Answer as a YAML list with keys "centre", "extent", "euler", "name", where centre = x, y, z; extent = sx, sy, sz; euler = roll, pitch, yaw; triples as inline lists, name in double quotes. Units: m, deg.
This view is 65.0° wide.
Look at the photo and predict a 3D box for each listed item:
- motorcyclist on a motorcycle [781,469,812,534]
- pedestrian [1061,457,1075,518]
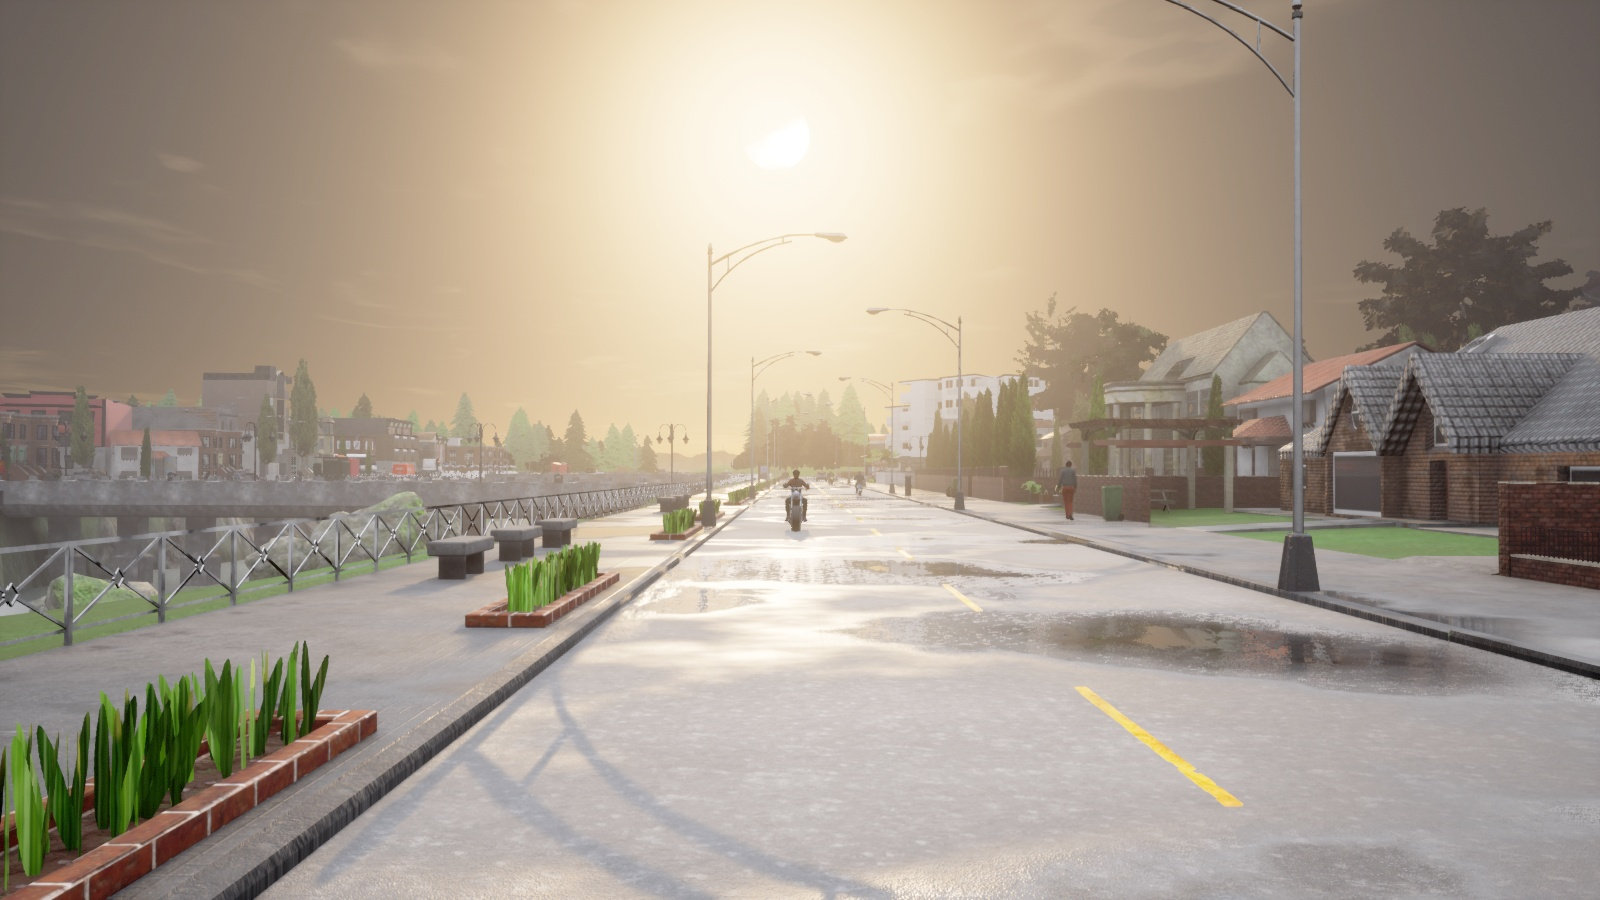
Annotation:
- centre: [-0.088, 1.314, 32.754]
  extent: [0.766, 1.649, 2.350]
  euler: [0, -1, 0]
  name: "motorcyclist on a motorcycle"
- centre: [8.193, 1.134, 38.367]
  extent: [0.353, 1.847, 0.614]
  euler: [0, -1, 8]
  name: "pedestrian"
